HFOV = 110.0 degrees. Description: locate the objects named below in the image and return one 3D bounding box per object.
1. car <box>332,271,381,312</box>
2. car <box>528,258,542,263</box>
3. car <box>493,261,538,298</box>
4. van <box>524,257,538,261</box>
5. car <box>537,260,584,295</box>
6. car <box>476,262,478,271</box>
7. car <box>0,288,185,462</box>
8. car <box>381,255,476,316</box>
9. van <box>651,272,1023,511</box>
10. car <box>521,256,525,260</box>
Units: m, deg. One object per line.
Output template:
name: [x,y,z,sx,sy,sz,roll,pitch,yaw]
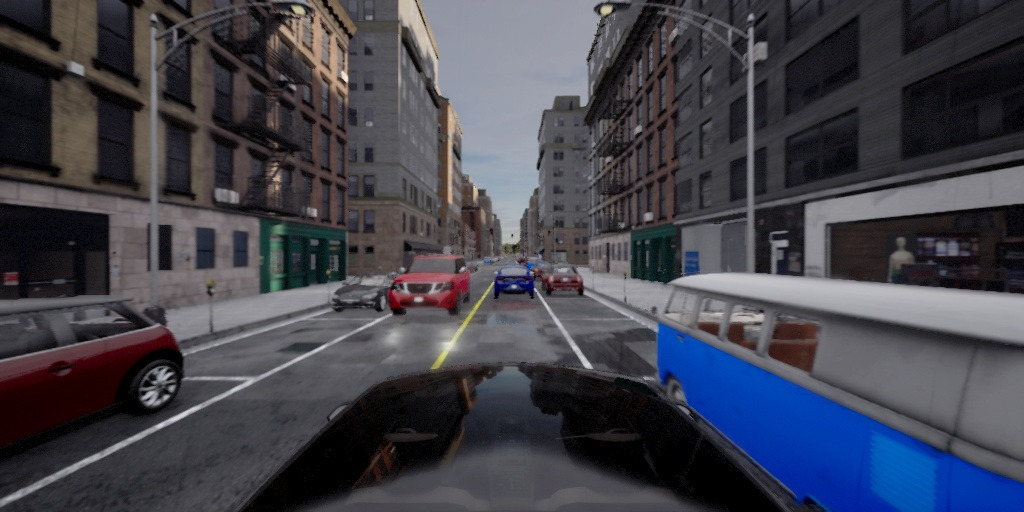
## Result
car: [-5.389,1.295,14.089,2.007,1.370,4.403,0,0,0]
car: [2.634,1.178,30.623,1.967,1.591,4.097,0,0,0]
car: [0.096,1.221,18.351,1.882,1.535,5.008,0,0,0]
van: [2.632,1.073,41.645,1.690,1.789,3.998,0,0,0]
car: [2.635,1.182,19.601,1.967,1.591,4.097,0,0,0]
car: [-5.393,1.278,41.644,1.888,1.381,4.507,0,0,0]
car: [-5.387,1.189,3.067,1.967,1.591,4.097,0,0,0]
car: [-2.849,0.966,13.703,2.150,2.045,5.566,0,0,0]
van: [2.638,1.090,3.068,1.690,1.789,3.998,0,0,0]
car: [2.632,1.044,47.156,2.192,1.841,5.009,0,0,0]
